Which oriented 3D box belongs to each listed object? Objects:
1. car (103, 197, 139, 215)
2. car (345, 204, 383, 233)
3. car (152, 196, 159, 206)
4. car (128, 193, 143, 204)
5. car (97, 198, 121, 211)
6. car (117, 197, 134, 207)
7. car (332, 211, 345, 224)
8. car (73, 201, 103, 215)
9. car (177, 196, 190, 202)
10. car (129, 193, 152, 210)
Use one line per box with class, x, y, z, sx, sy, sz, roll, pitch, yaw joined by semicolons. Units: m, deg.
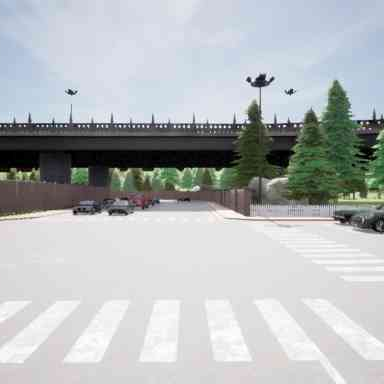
car;-7.038;1.547;33.583;2.033;1.411;5.357;0;0;0
car;11.484;1.297;18.691;4.553;1.767;2.097;0;0;2
car;-7.038;1.564;53.765;1.994;1.385;4.181;0;0;0
car;-10.681;1.221;63.464;2.150;2.045;5.566;0;0;-3
car;-10.538;1.526;42.575;1.812;1.442;4.674;0;0;0
car;-10.532;1.526;52.756;1.812;1.442;4.674;0;0;0
car;11.988;1.545;22.199;4.718;1.301;1.895;0;0;2
car;-10.564;1.564;33.860;1.994;1.385;4.181;0;0;0
car;-1.897;1.553;75.220;1.994;1.385;4.181;0;0;-19
car;-7.039;1.221;43.757;2.150;2.045;5.566;0;0;0
